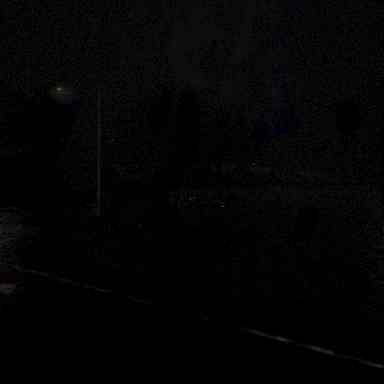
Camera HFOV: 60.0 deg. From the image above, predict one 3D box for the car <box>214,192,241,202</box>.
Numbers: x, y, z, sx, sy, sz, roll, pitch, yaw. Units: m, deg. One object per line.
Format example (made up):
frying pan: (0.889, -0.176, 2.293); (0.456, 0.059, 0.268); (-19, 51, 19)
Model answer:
car: (5.329, 0.648, 49.433); (2.033, 1.411, 5.357); (1, 2, 36)

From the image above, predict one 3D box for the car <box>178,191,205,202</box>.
car: (-0.047, 0.624, 47.506); (2.128, 1.511, 4.902); (1, 2, 36)
